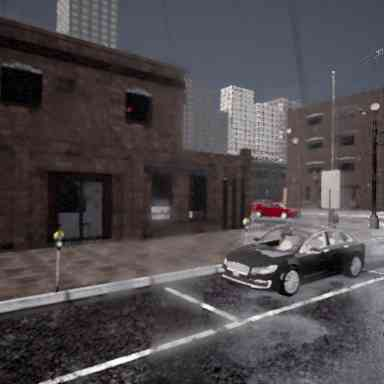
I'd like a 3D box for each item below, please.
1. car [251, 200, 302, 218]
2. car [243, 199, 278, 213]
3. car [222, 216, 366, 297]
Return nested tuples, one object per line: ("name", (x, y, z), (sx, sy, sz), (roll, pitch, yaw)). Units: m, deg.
("car", (7.253, 1.572, 28.450), (1.887, 1.381, 4.507), (1, -1, -35))
("car", (8.543, 1.699, 41.679), (1.967, 1.590, 4.097), (1, -1, -35))
("car", (2.744, 1.538, 8.501), (4.403, 1.369, 2.008), (0, 1, -35))
